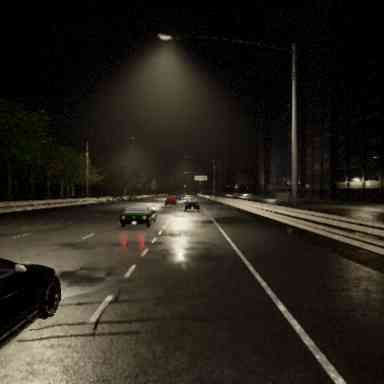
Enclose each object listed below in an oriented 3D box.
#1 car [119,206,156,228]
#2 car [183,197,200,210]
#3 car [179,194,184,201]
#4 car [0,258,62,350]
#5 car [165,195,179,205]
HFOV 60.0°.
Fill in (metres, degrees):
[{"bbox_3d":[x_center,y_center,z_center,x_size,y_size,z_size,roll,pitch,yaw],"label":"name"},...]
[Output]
[{"bbox_3d":[-3.523,1.604,22.438,1.895,1.301,4.718,0,0,0],"label":"car"},{"bbox_3d":[0.014,1.634,44.076,1.895,1.301,4.718,0,0,0],"label":"car"},{"bbox_3d":[-3.892,1.633,88.841,1.882,1.535,5.008,0,0,-1],"label":"car"},{"bbox_3d":[-3.499,1.562,4.734,1.994,1.385,4.181,0,0,0],"label":"car"},{"bbox_3d":[-3.669,1.590,58.418,1.812,1.442,4.674,0,0,0],"label":"car"}]
